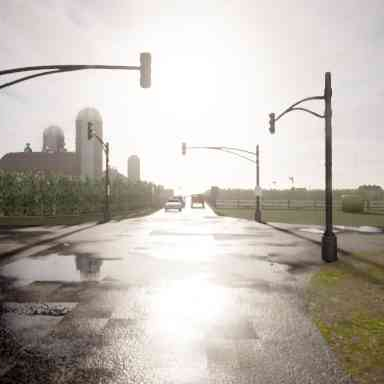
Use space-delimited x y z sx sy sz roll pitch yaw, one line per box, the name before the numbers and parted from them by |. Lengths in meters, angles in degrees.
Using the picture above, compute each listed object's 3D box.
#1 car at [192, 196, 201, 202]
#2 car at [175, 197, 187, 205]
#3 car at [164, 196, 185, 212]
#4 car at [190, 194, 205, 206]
car | 1.086 1.724 80.322 1.895 1.301 4.718 0 0 1
car | -1.957 1.620 60.094 2.033 1.411 5.357 0 0 1
car | -2.201 1.564 40.086 1.812 1.442 4.674 0 0 1
car | 0.922 1.283 54.743 2.150 2.045 5.566 0 0 1
